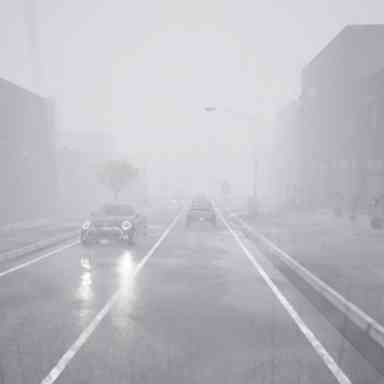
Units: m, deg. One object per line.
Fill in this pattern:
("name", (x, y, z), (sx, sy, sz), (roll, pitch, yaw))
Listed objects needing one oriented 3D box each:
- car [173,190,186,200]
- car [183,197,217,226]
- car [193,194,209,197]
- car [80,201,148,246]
("car", (-2.126, 0.440, 57.652), (2.097, 1.767, 4.553), (0, 1, 2))
("car", (0.615, 1.336, 21.946), (2.128, 1.511, 4.902), (0, 1, 1))
("car", (1.126, 0.967, 42.332), (2.128, 1.511, 4.902), (0, 1, 1))
("car", (-3.268, 1.261, 14.784), (2.097, 1.767, 4.553), (0, 1, 1))
